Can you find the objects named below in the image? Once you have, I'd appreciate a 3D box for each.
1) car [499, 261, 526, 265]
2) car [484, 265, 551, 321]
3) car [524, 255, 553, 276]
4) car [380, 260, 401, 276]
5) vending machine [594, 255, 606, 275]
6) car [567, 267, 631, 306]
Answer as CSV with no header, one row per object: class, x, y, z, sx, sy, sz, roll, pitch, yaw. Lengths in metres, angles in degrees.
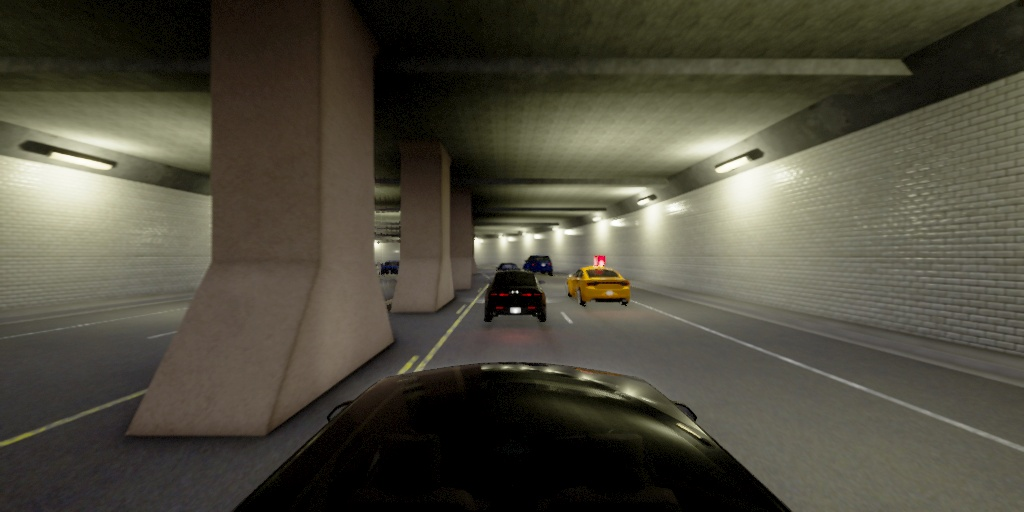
car,-0.393,1.255,30.892,2.033,1.411,5.357,0,0,-6
car,0.100,1.240,12.316,1.837,1.490,4.892,0,0,0
car,2.524,0.922,35.816,2.150,2.045,5.566,0,0,-8
car,-11.857,1.179,35.899,1.882,1.535,5.008,0,0,-11
vending machine,8.592,0.897,35.137,1.100,2.100,0.880,0,0,-7
car,3.599,1.207,15.672,1.882,1.535,5.008,0,0,0
